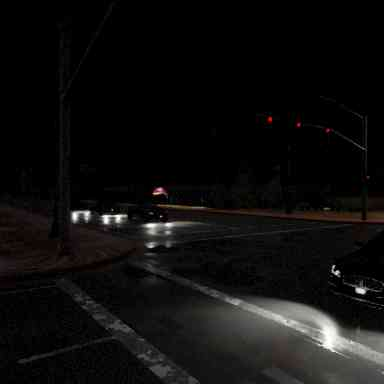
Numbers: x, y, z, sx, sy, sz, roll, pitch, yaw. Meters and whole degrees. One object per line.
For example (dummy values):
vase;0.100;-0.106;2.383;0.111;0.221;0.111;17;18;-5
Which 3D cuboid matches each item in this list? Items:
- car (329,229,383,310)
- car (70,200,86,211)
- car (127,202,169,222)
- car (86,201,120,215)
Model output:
car;5.018;1.516;7.328;4.892;1.490;1.837;0;0;-34
car;-14.699;1.602;41.980;1.895;1.301;4.718;0;0;-35
car;-3.638;1.527;26.450;1.812;1.442;4.674;0;0;-36
car;-8.864;1.565;33.769;1.994;1.385;4.181;0;0;-35
